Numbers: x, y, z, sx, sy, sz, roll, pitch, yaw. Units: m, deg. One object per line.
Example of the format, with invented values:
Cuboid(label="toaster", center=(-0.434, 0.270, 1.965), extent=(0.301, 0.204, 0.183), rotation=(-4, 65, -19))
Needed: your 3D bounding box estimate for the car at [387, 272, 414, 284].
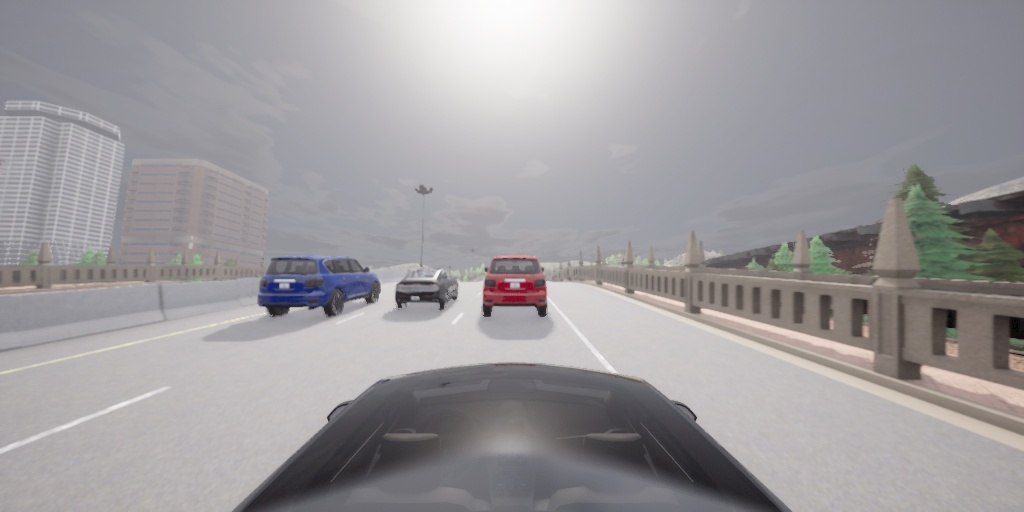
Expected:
Cuboid(label="car", center=(-14.096, 2.804, 45.551), extent=(1.895, 1.301, 4.718), rotation=(0, -6, 0))

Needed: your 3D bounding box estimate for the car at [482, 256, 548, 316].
Cuboid(label="car", center=(0.094, 1.004, 13.737), extent=(2.150, 2.045, 5.566), rotation=(0, 0, 0))

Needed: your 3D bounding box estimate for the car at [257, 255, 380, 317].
Cuboid(label="car", center=(-6.905, 1.004, 13.555), extent=(2.150, 2.045, 5.566), rotation=(0, 0, 0))

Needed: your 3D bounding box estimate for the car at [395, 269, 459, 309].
Cuboid(label="car", center=(-3.406, 1.278, 15.050), extent=(2.128, 1.511, 4.902), rotation=(0, 0, 0))
